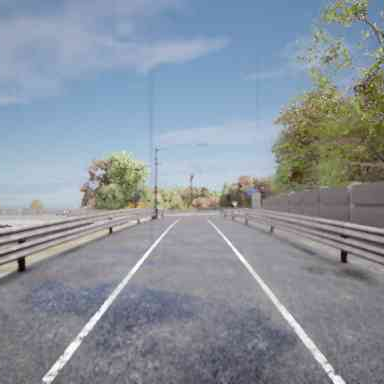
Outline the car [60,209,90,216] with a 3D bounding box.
[{"bbox_3d":[-16.713,3.211,48.959,4.718,1.301,1.895,3,-4,-42],"label":"car"}]
